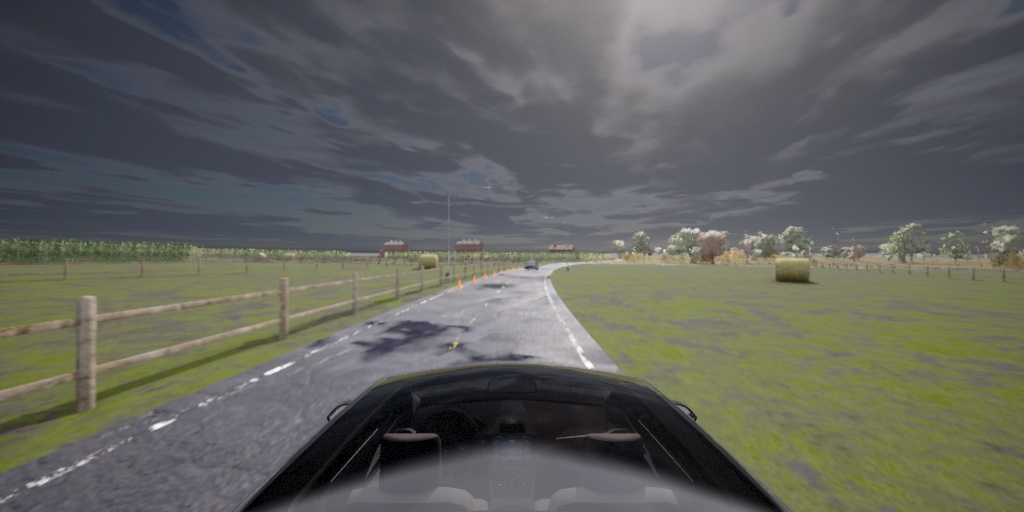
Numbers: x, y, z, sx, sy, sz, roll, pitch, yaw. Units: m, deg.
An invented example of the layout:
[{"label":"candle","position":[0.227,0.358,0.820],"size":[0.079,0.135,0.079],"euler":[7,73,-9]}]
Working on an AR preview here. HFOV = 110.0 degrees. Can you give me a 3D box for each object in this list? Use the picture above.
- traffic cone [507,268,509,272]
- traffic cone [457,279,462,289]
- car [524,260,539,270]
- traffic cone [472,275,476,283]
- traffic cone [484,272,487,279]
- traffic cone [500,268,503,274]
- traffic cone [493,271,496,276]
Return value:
[{"label":"traffic cone","position":[-0.539,1.762,46.721],"size":[0.340,0.580,0.340],"euler":[0,0,8]},{"label":"traffic cone","position":[-3.172,1.706,21.671],"size":[0.340,0.580,0.340],"euler":[0,0,4]},{"label":"car","position":[2.937,1.348,53.343],"size":[1.837,1.490,4.892],"euler":[0,0,10]},{"label":"traffic cone","position":[-2.803,1.714,26.695],"size":[0.340,0.580,0.340],"euler":[0,0,5]},{"label":"traffic cone","position":[-2.354,1.725,31.715],"size":[0.340,0.580,0.340],"euler":[0,0,6]},{"label":"traffic cone","position":[-1.223,1.749,41.728],"size":[0.340,0.580,0.340],"euler":[0,0,7]},{"label":"traffic cone","position":[-1.827,1.737,36.726],"size":[0.340,0.580,0.340],"euler":[0,0,6]}]
